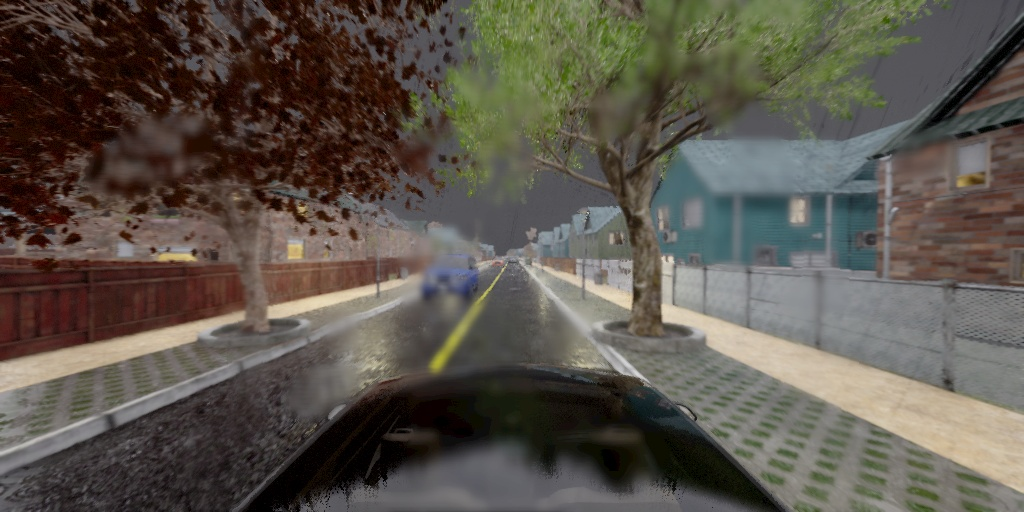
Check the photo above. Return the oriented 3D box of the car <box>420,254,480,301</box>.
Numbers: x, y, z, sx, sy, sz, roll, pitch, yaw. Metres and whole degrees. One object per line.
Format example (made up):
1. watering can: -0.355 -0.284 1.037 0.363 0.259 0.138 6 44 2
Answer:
1. car: -2.801 0.942 17.463 2.150 2.045 5.566 0 0 0
